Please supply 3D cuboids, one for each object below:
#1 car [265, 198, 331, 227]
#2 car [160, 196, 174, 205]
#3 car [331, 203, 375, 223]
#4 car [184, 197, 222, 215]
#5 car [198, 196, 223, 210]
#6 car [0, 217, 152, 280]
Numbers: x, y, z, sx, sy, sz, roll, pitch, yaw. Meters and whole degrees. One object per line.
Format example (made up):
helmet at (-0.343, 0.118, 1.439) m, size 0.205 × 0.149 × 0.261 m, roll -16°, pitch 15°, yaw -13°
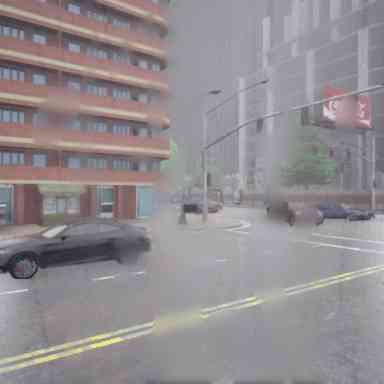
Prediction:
car at (6.928, 1.351, 22.829) m, size 2.097 × 1.767 × 4.553 m, roll 0°, pitch 0°, yaw -17°
car at (-4.973, 1.526, 60.647) m, size 1.812 × 1.442 × 4.674 m, roll 0°, pitch 0°, yaw -35°
car at (11.227, 1.548, 26.090) m, size 5.357 × 1.411 × 2.033 m, roll 0°, pitch 0°, yaw 45°
car at (0.725, 1.563, 33.875) m, size 1.994 × 1.385 × 4.181 m, roll 0°, pitch 0°, yaw -35°
car at (1.593, 1.351, 38.739) m, size 2.097 × 1.767 × 4.553 m, roll 0°, pitch 0°, yaw -35°
car at (-3.482, 1.526, 10.060) m, size 4.674 × 1.442 × 1.812 m, roll 0°, pitch 0°, yaw -34°
